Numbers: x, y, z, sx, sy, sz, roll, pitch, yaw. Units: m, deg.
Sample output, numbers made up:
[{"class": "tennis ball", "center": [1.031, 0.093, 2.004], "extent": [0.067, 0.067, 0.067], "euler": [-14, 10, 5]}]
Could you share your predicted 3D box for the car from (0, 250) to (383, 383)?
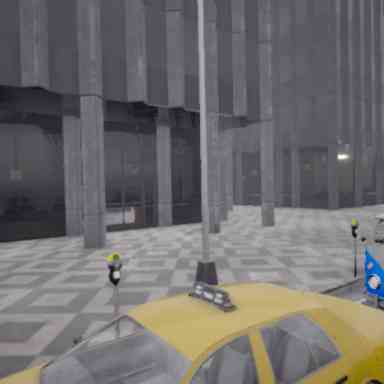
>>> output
[{"class": "car", "center": [-0.038, 1.484, 2.618], "extent": [4.829, 1.417, 1.752], "euler": [-2, 1, -35]}]

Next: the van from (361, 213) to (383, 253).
[{"class": "van", "center": [4.695, 1.142, 5.978], "extent": [3.998, 1.788, 1.690], "euler": [-2, 1, -35]}]
